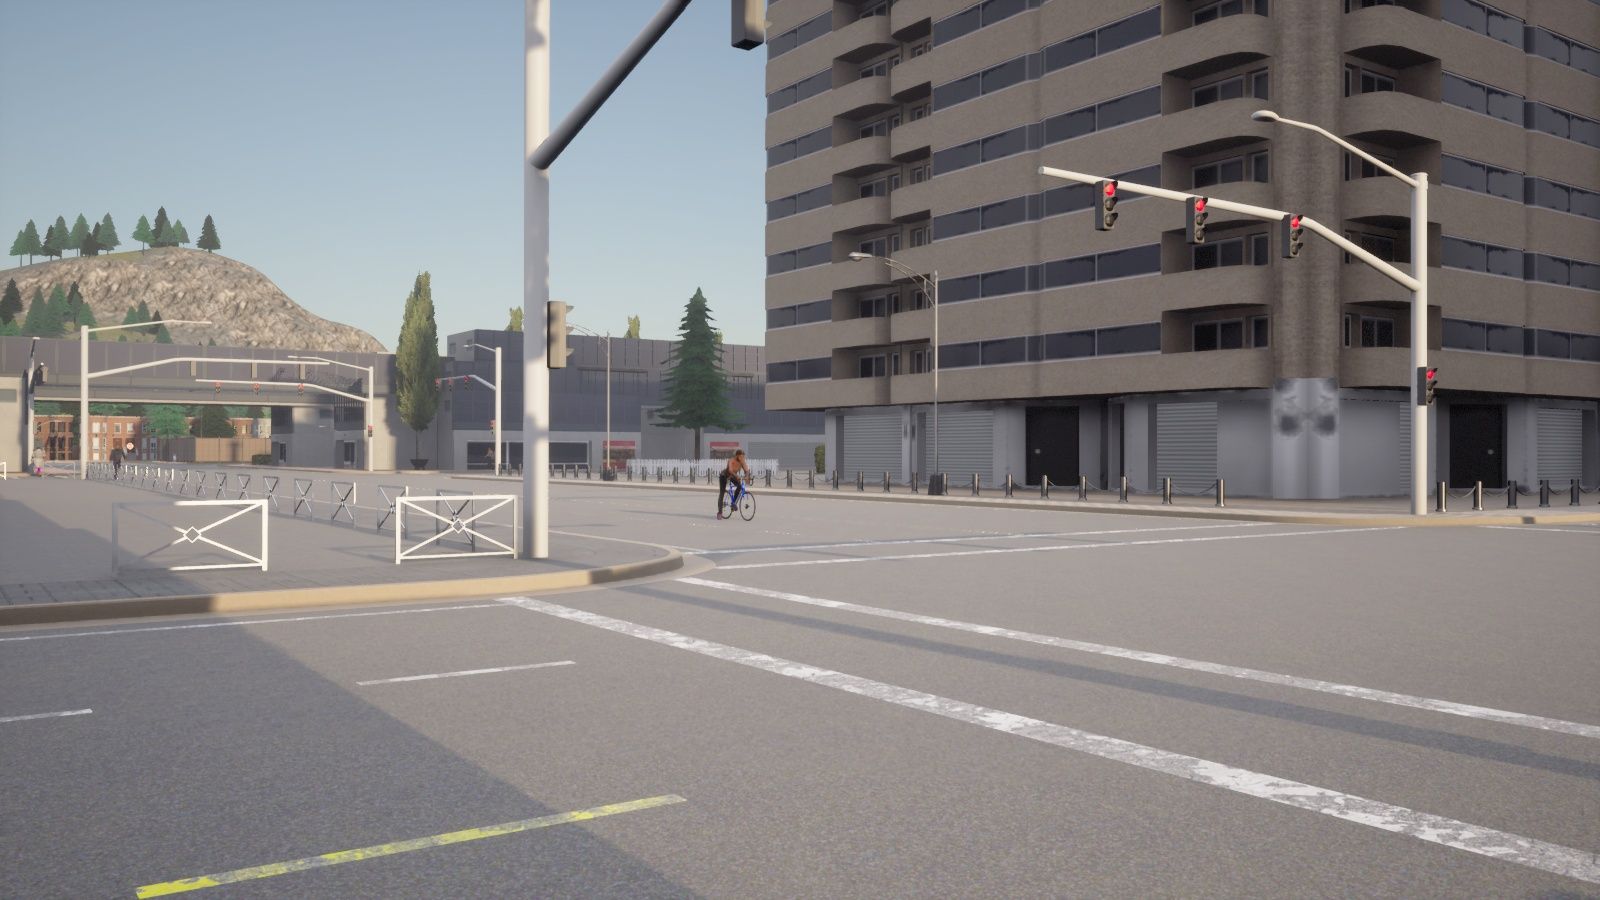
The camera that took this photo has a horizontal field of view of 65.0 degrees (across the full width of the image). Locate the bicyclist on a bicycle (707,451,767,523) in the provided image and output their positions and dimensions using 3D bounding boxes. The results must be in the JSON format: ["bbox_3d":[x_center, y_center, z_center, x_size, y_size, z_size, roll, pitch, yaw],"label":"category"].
[{"bbox_3d":[-1.467,0.827,28.998,0.582,1.620,1.656,0,0,-35],"label":"bicyclist on a bicycle"}]

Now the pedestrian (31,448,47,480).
[{"bbox_3d":[-46.202,0.863,76.235,0.873,1.952,0.659,0,0,45],"label":"pedestrian"}]

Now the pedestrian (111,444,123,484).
[{"bbox_3d":[-33.608,0.681,61.814,0.423,1.949,0.788,0,0,-35],"label":"pedestrian"}]
